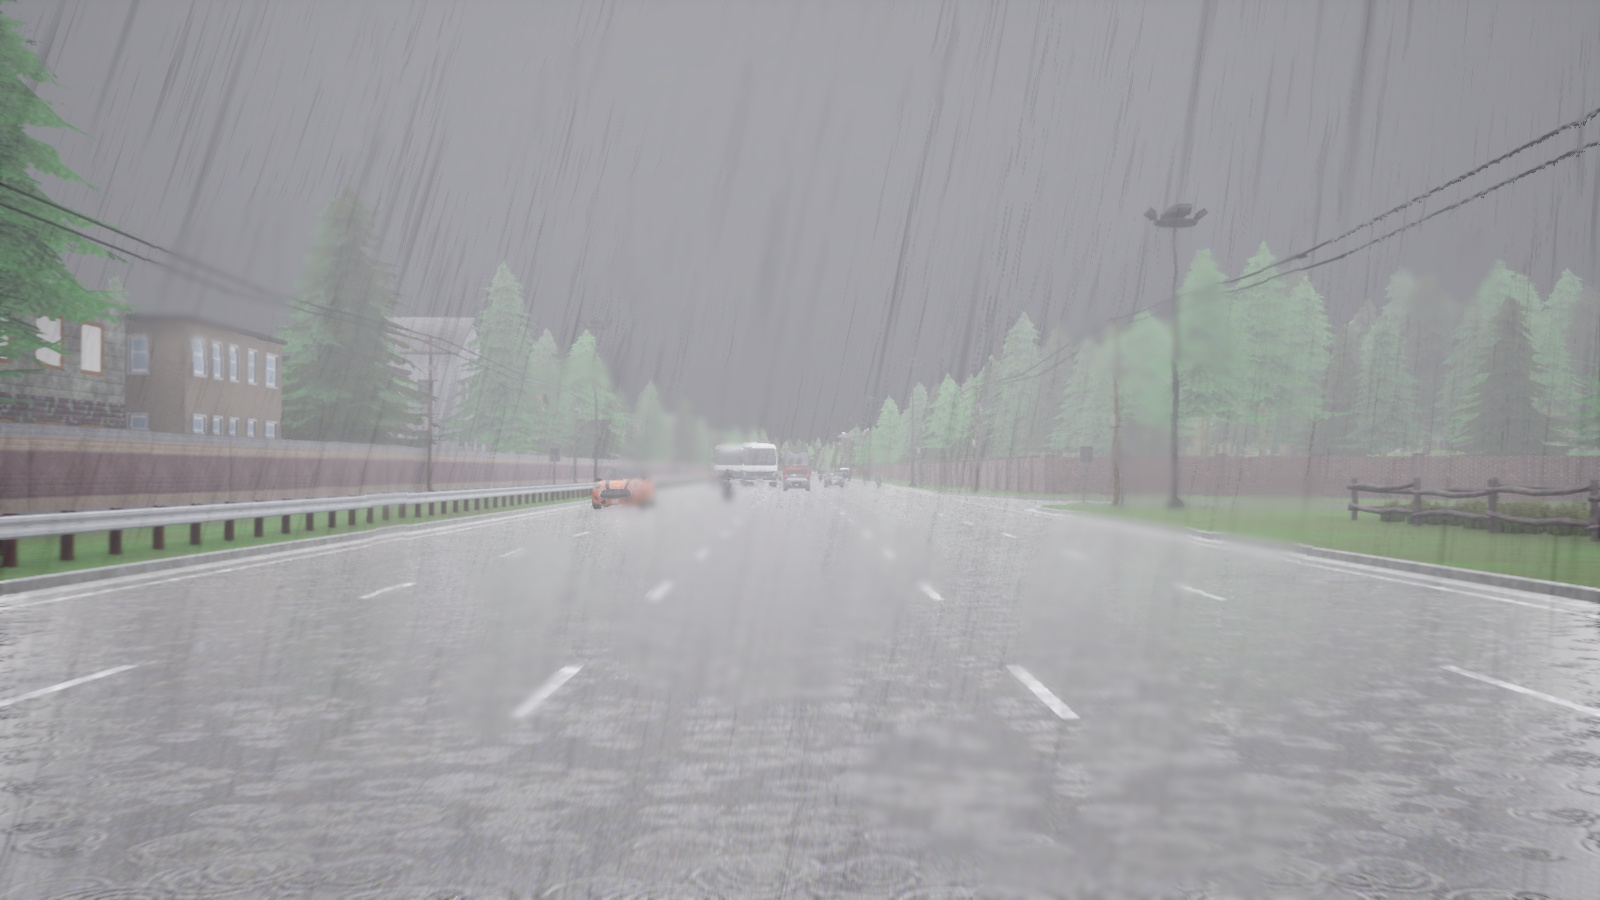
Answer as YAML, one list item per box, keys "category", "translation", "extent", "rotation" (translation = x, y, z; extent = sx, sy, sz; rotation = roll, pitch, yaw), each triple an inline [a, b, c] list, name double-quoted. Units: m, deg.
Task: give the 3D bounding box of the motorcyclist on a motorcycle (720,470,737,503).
- category: "motorcyclist on a motorcycle"
  translation: [-3.660, 1.859, 64.571]
  extent: [0.766, 1.649, 2.350]
  rotation: [0, -1, 0]

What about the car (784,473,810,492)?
- category: "car"
  translation: [-0.243, 2.527, 98.526]
  extent: [1.994, 1.385, 4.181]
  rotation: [0, -1, 0]

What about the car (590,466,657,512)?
- category: "car"
  translation: [-7.127, 1.556, 51.097]
  extent: [2.097, 1.767, 4.553]
  rotation: [0, -1, 0]
